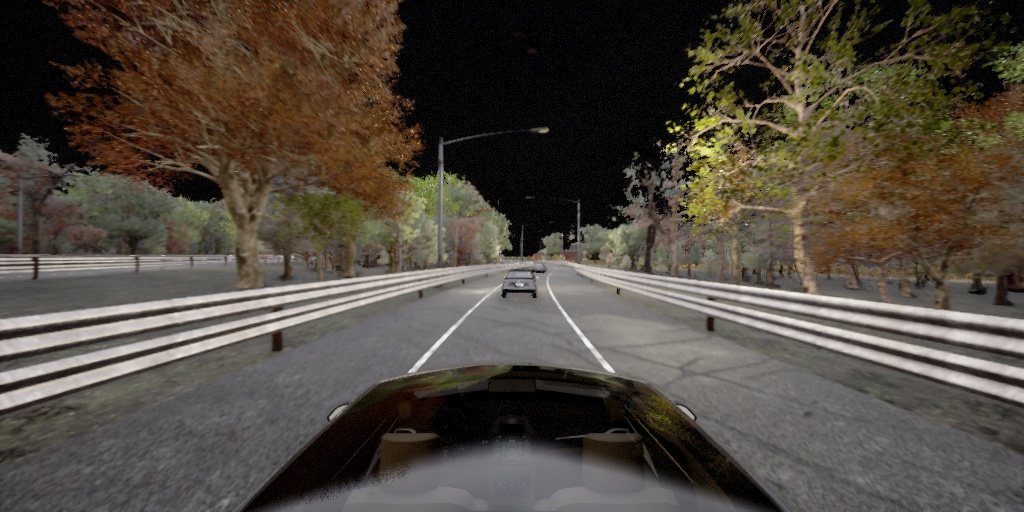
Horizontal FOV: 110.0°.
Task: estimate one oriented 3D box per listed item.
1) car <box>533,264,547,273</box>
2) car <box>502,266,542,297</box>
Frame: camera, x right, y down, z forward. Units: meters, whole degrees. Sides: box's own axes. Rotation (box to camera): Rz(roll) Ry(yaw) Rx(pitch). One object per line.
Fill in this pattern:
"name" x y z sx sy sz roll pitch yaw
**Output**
"car" 3.993 1.796 52.038 1.994 1.385 4.181 0 -1 9
"car" 0.487 1.455 20.051 2.033 1.411 5.357 0 0 4
